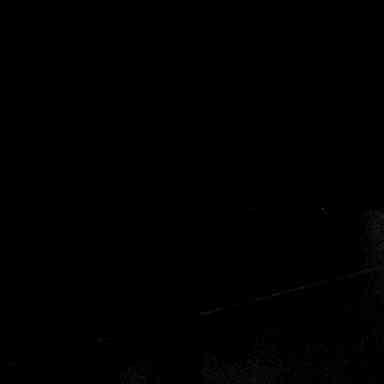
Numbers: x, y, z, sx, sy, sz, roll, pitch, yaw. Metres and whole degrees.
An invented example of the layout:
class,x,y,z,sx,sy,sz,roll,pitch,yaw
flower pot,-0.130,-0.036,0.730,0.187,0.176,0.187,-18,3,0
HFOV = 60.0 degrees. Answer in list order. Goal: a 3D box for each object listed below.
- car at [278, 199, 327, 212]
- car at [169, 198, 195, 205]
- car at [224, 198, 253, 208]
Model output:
class,x,y,z,sx,sy,sz,roll,pitch,yaw
car,12.446,1.480,37.916,2.033,1.411,5.357,0,0,-38
car,-1.804,1.478,56.253,2.033,1.411,5.357,0,0,-38
car,6.354,1.495,45.736,1.994,1.385,4.181,0,0,-39
